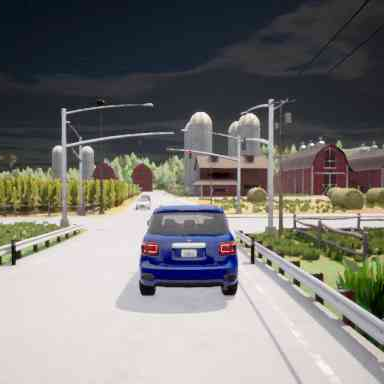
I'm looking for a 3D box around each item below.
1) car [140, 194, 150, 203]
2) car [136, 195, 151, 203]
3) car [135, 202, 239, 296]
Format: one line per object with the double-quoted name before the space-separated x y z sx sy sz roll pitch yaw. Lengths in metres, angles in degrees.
"car" -8.929 1.212 63.963 1.812 1.442 4.674 0 1 -7
"car" -6.404 1.526 43.799 1.812 1.442 4.674 0 1 -7
"car" -0.109 1.369 9.145 2.150 2.045 5.566 0 -2 -1
